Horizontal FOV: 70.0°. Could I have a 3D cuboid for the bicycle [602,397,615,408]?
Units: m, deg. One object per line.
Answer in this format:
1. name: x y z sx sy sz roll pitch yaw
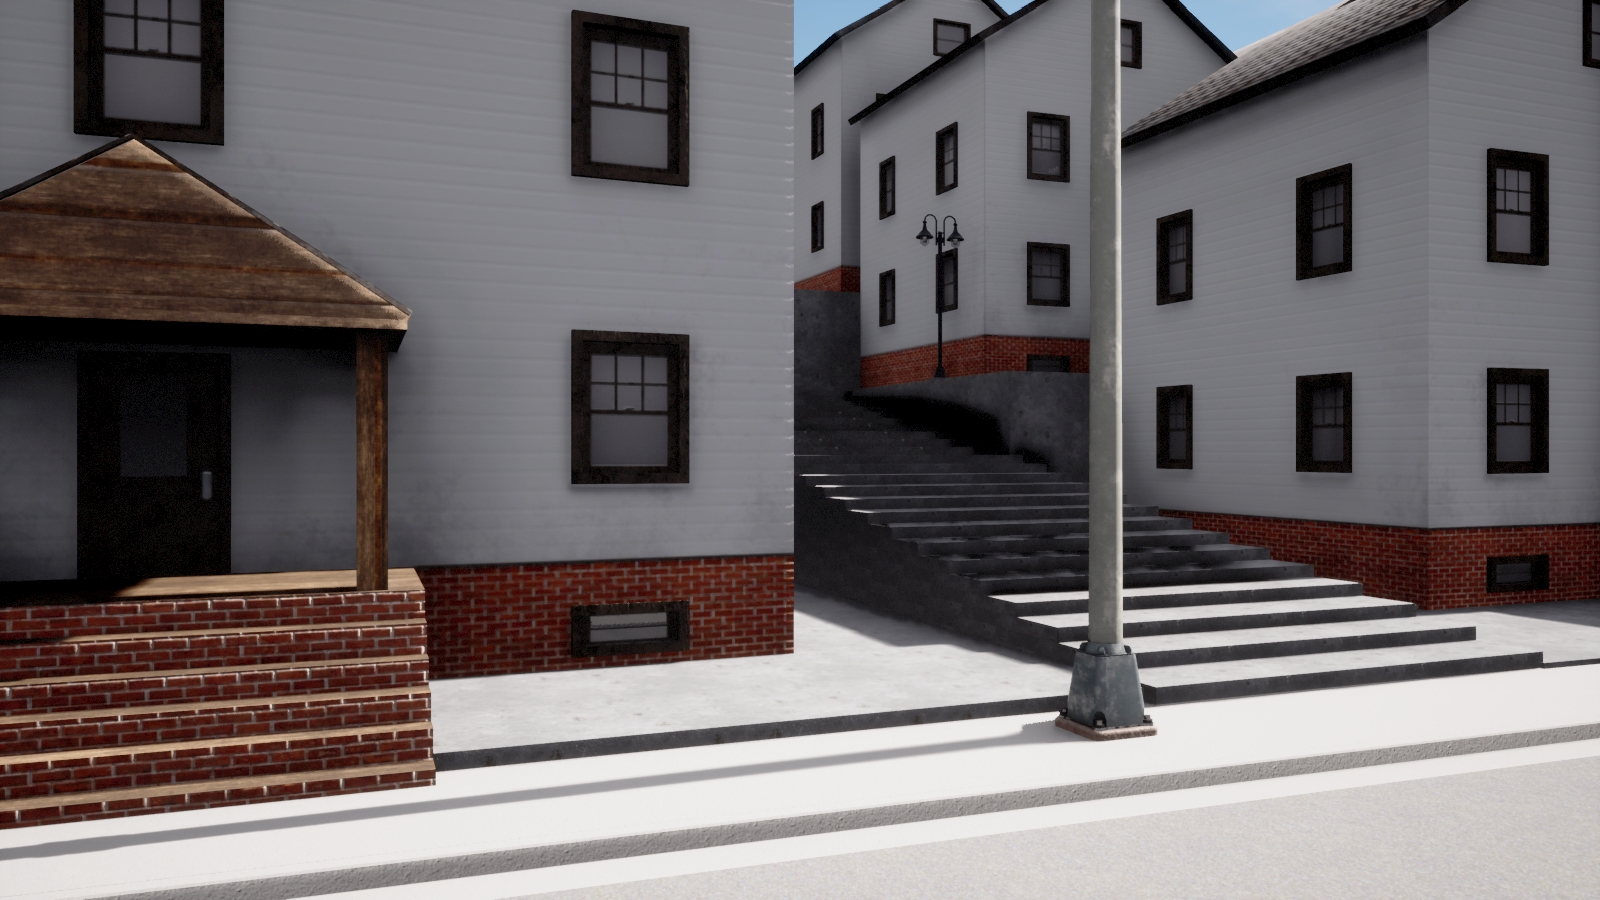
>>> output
1. bicycle: -23.762 -5.855 141.687 1.487 1.301 0.859 0 0 -17
